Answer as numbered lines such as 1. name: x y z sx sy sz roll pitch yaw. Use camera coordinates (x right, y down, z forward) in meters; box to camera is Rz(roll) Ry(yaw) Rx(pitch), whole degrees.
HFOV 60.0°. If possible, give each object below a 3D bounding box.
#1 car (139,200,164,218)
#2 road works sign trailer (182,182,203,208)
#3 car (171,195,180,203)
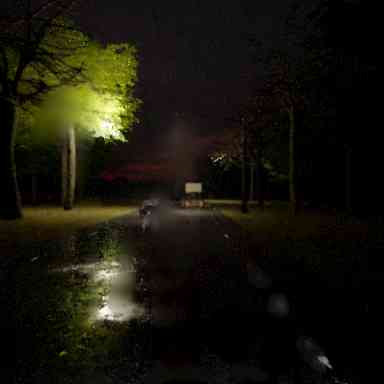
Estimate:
1. car: -3.594 1.461 30.270 2.128 1.511 4.902 0 0 0
2. road works sign trailer: 0.198 0.433 47.104 2.380 3.560 2.880 0 0 -8
3. car: -3.496 1.455 71.655 1.882 1.535 5.008 0 0 0
